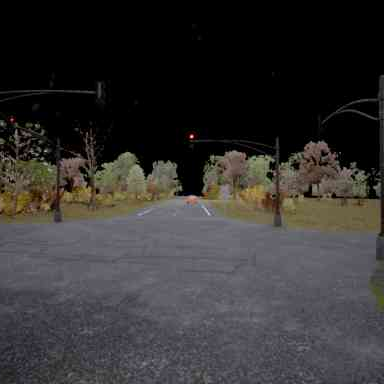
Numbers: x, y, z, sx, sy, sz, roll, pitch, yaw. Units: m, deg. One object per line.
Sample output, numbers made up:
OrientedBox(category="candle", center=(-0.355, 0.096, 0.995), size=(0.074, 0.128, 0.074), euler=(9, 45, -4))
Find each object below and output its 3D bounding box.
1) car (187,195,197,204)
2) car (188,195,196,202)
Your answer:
OrientedBox(category="car", center=(0.019, 1.424, 67.978), size=(2.097, 1.767, 4.553), euler=(0, 0, 0))
OrientedBox(category="car", center=(0.022, 1.449, 78.014), size=(1.812, 1.442, 4.674), euler=(0, 0, 0))
